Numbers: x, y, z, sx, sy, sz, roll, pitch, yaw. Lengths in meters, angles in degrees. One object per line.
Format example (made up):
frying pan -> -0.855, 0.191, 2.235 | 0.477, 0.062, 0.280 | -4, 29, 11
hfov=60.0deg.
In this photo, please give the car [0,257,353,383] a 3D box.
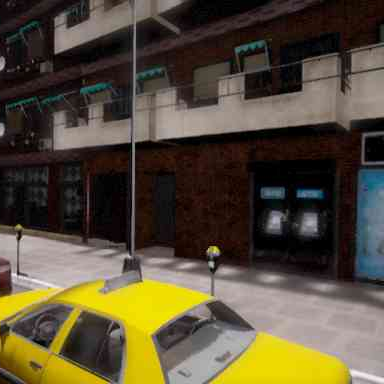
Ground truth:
car -> -0.921, 1.521, 3.517 | 4.829, 1.417, 1.752 | 0, 1, 36
